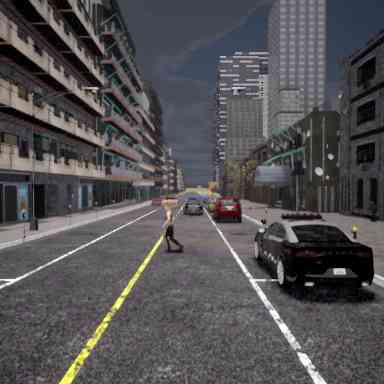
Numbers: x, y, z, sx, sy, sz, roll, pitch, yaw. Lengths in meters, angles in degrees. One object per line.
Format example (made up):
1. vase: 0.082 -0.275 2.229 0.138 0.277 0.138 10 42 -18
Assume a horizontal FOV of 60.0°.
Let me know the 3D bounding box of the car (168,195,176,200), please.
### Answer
1. car: -5.475 1.462 93.045 2.008 1.369 4.403 -1 0 0

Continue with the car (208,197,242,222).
1. car: 2.703 1.300 26.107 2.192 1.841 5.009 -1 0 0

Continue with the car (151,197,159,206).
1. car: -5.570 1.544 53.981 1.802 1.307 4.206 -1 0 0

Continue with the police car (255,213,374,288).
1. police car: 3.023 1.421 9.382 1.930 1.638 5.238 0 0 0

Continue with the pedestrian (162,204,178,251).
1. pedestrian: -0.842 1.288 12.382 0.375 1.860 0.375 -1 1 0

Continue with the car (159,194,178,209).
1. car: -2.982 1.322 45.707 2.097 1.767 4.553 0 0 0

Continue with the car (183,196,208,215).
1. car: 0.166 1.471 33.563 2.128 1.511 4.902 0 0 0

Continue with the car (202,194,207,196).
1. car: 2.824 1.538 59.586 1.802 1.307 4.206 -1 0 0

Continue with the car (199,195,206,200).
1. car: 2.906 1.455 93.066 1.887 1.381 4.507 -1 0 0

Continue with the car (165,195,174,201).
1. car: -5.502 1.509 81.883 1.802 1.307 4.206 -1 0 0

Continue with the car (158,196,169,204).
1. car: -5.543 1.494 65.141 1.887 1.381 4.507 -1 0 0
